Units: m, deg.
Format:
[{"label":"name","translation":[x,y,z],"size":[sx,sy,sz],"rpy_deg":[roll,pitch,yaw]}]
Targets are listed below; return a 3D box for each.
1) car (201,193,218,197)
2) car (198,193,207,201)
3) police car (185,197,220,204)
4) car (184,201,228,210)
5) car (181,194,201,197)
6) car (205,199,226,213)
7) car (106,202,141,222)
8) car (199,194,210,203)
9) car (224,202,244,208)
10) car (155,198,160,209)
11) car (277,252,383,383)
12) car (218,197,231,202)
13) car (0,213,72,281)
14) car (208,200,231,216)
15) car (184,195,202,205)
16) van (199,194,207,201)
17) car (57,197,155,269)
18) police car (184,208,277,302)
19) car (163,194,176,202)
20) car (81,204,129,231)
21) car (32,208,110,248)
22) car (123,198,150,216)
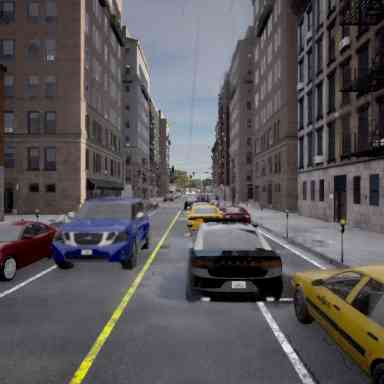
[{"label":"car","translation":[2.634,1.308,43.914],"size":[2.192,1.841,5.009],"rpy_deg":[0,0,0]},{"label":"car","translation":[2.683,1.296,87.482],"size":[2.192,1.841,5.009],"rpy_deg":[0,0,0]},{"label":"police car","translation":[0.707,1.422,24.407],"size":[1.930,1.638,5.238],"rpy_deg":[0,0,-2]},{"label":"car","translation":[0.716,1.480,18.353],"size":[1.882,1.535,5.008],"rpy_deg":[0,0,2]},{"label":"car","translation":[0.339,1.515,51.777],"size":[1.812,1.442,4.674],"rpy_deg":[0,0,23]},{"label":"car","translation":[2.635,1.545,38.232],"size":[2.008,1.369,4.403],"rpy_deg":[0,0,0]},{"label":"car","translation":[-5.390,1.563,26.867],"size":[1.947,1.339,4.313],"rpy_deg":[0,0,0]},{"label":"car","translation":[2.697,1.301,70.970],"size":[2.192,1.841,5.009],"rpy_deg":[0,0,0]},{"label":"car","translation":[2.635,1.542,21.185],"size":[1.887,1.381,4.507],"rpy_deg":[0,0,0]},{"label":"car","translation":[-5.391,1.433,43.913],"size":[1.967,1.590,4.097],"rpy_deg":[0,0,0]},{"label":"car","translation":[2.635,1.525,4.308],"size":[1.752,1.417,4.829],"rpy_deg":[0,0,0]},{"label":"car","translation":[2.635,1.437,26.868],"size":[1.967,1.590,4.097],"rpy_deg":[0,0,0]},{"label":"car","translation":[-5.390,1.544,9.820],"size":[1.887,1.381,4.507],"rpy_deg":[0,0,0]},{"label":"car","translation":[2.635,1.540,32.550],"size":[1.887,1.381,4.507],"rpy_deg":[0,0,0]},{"label":"car","translation":[0.009,1.471,42.463],"size":[1.882,1.535,5.008],"rpy_deg":[0,0,0]},{"label":"van","translation":[2.688,1.324,81.978],"size":[1.690,1.788,3.998],"rpy_deg":[0,0,0]},{"label":"car","translation":[-2.752,1.221,11.451],"size":[2.150,2.045,5.566],"rpy_deg":[0,0,0]},{"label":"police car","translation":[0.823,1.425,8.435],"size":[1.930,1.638,5.238],"rpy_deg":[0,0,0]},{"label":"car","translation":[-5.422,1.300,76.473],"size":[2.192,1.841,5.009],"rpy_deg":[0,0,0]},{"label":"car","translation":[-5.390,1.542,21.185],"size":[1.887,1.381,4.507],"rpy_deg":[0,0,0]},{"label":"car","translation":[-5.390,1.549,15.502],"size":[2.008,1.369,4.403],"rpy_deg":[0,0,0]},{"label":"car","translation":[-5.390,1.436,32.549],"size":[1.967,1.590,4.097],"rpy_deg":[0,0,0]}]
